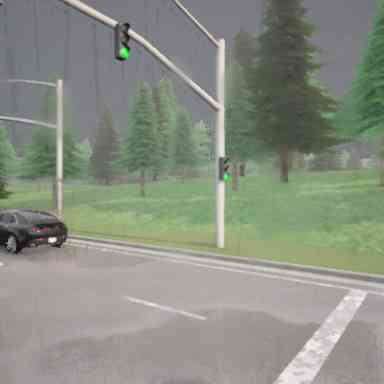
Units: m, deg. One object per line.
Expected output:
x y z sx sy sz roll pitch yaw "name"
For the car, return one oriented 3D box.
-6.937 1.451 13.240 4.892 1.490 1.837 0 0 36 "car"
